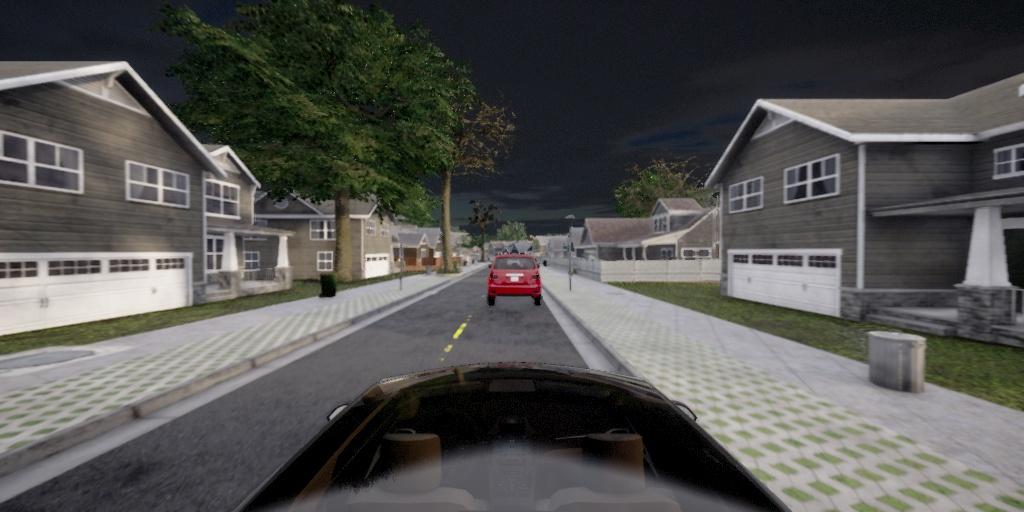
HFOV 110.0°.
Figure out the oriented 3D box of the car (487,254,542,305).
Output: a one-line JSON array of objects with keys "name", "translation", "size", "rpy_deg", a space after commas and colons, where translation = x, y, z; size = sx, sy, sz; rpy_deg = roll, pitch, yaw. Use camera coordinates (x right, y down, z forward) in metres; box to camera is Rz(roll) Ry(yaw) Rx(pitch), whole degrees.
[{"name": "car", "translation": [0.100, 0.938, 16.023], "size": [2.150, 2.045, 5.566], "rpy_deg": [0, 0, 0]}]
